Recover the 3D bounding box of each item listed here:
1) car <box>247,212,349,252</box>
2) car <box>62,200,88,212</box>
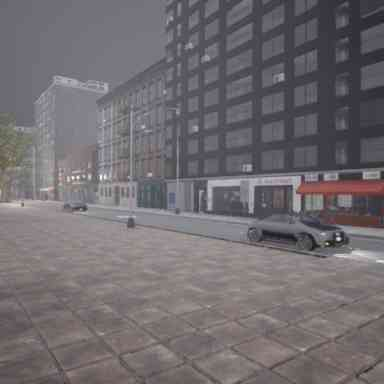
[{"bbox_3d":[4.312,1.563,14.039,1.994,1.385,4.181,0,0,-36],"label":"car"},{"bbox_3d":[-14.009,1.598,39.570,2.033,1.411,5.357,0,0,-35],"label":"car"}]
